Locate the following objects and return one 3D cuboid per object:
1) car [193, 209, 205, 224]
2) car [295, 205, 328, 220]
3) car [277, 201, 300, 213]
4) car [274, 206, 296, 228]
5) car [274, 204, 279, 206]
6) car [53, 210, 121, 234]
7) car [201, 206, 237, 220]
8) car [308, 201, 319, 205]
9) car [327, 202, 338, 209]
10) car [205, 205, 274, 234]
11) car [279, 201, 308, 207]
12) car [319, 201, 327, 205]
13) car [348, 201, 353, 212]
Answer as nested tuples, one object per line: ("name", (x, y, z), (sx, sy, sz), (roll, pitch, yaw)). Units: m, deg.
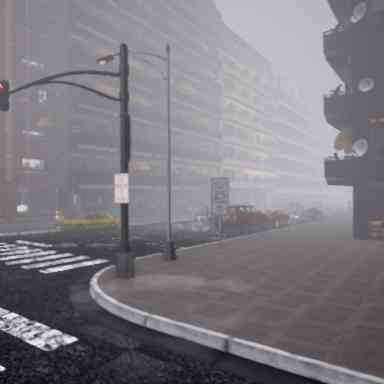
("car", (1.997, 2.105, 30.570), (2.128, 1.511, 4.902), (-1, -1, 35))
("car", (13.106, 2.348, 36.411), (1.802, 1.307, 4.206), (-2, -2, 35))
("car", (15.985, 2.456, 55.072), (2.192, 1.841, 5.009), (-2, -2, 35))
("car", (6.603, 2.106, 27.137), (1.887, 1.381, 4.507), (-2, -2, 35))
("car", (12.638, 2.561, 50.289), (1.752, 1.417, 4.829), (-2, -2, 35))
("car", (-6.867, 1.948, 22.463), (1.752, 1.417, 4.829), (-2, -2, 35))
("car", (2.984, 2.279, 36.515), (1.887, 1.381, 4.507), (-2, -2, 35))
("car", (22.490, 2.887, 64.341), (1.887, 1.381, 4.507), (-2, -2, 35))
("car", (32.243, 3.183, 78.253), (1.887, 1.381, 4.507), (-2, -2, 35))
("car", (3.350, 1.774, 22.506), (2.192, 1.841, 5.009), (-2, -2, 35))
("car", (14.962, 2.366, 48.902), (2.097, 1.767, 4.553), (-1, -1, 35))
("car", (25.738, 2.757, 68.984), (2.192, 1.841, 5.009), (-2, -2, 35))
("car", (29.356, 2.587, 59.606), (2.192, 1.841, 5.009), (-2, -2, 35))
